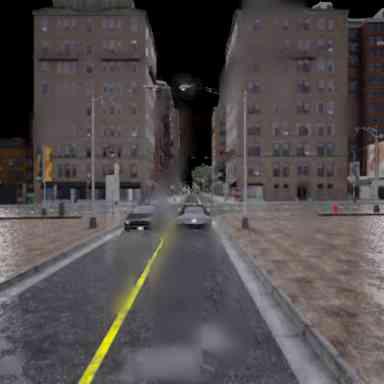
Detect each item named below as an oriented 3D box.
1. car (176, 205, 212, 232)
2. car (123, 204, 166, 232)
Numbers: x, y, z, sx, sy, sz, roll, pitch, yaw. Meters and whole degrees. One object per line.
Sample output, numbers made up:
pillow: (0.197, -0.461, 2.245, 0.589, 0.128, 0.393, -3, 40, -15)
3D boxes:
car: (0.110, 1.416, 18.978, 1.994, 1.385, 4.181, 0, 0, 0)
car: (-2.524, 1.399, 19.070, 2.033, 1.411, 5.357, 0, 0, 1)
